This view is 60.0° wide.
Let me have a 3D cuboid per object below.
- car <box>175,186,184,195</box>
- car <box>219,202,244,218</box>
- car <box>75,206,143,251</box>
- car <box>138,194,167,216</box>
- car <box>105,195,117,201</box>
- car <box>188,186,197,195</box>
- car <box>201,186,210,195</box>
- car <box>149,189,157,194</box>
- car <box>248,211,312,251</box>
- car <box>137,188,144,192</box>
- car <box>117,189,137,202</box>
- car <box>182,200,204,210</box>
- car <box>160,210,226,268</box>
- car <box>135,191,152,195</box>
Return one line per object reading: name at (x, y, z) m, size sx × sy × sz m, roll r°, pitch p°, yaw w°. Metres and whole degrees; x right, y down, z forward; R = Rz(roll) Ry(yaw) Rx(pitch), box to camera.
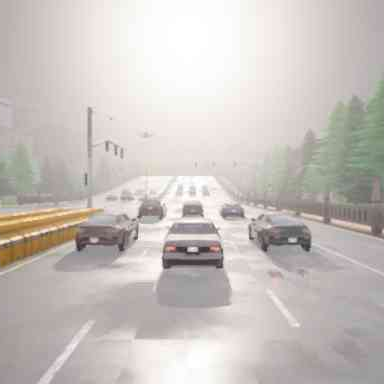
car at (-3.407, 0.064, 86.744) m, size 1.895 × 1.301 × 4.718 m, roll 0°, pitch 7°, yaw 0°
car at (3.575, 1.571, 30.392) m, size 1.994 × 1.385 × 4.181 m, roll 0°, pitch 0°, yaw 0°
car at (-3.435, 1.529, 14.032) m, size 1.812 × 1.442 × 4.674 m, roll 0°, pitch 0°, yaw 0°
car at (-3.432, 1.358, 29.616) m, size 2.097 × 1.767 × 4.553 m, roll 0°, pitch 0°, yaw 0°
car at (-17.487, 1.288, 72.103) m, size 1.895 × 1.301 × 4.718 m, roll 0°, pitch 2°, yaw 0°
car at (0.093, -0.027, 86.683) m, size 1.837 × 1.490 × 4.892 m, roll 0°, pitch 7°, yaw 0°
car at (3.595, -0.017, 87.084) m, size 1.994 × 1.385 × 4.181 m, roll 0°, pitch 7°, yaw 0°
car at (-10.398, -0.131, 88.296) m, size 1.895 × 1.301 × 4.718 m, roll 0°, pitch 7°, yaw 0°
car at (3.565, 1.529, 14.037) m, size 1.812 × 1.442 × 4.674 m, roll 0°, pitch 0°, yaw 0°
car at (-13.898, -0.189, 88.338) m, size 2.033 × 1.411 × 5.357 m, roll 0°, pitch 7°, yaw 0°
car at (-13.987, 0.925, 71.842) m, size 2.150 × 2.045 × 5.566 m, roll 0°, pitch 2°, yaw 0°
car at (0.078, 1.485, 31.479) m, size 1.882 × 1.535 × 5.008 m, roll 0°, pitch 0°, yaw 0°
car at (0.045, 1.550, 11.198) m, size 2.033 × 1.411 × 5.357 m, roll 0°, pitch 0°, yaw 1°
car at (-10.487, 1.239, 71.865) m, size 2.033 × 1.411 × 5.357 m, roll 0°, pitch 2°, yaw 0°
